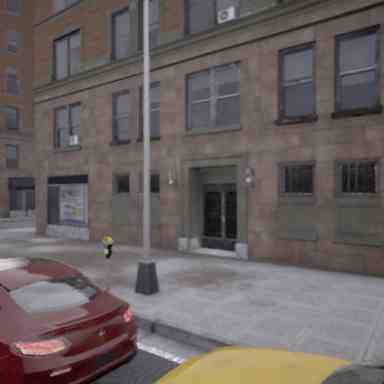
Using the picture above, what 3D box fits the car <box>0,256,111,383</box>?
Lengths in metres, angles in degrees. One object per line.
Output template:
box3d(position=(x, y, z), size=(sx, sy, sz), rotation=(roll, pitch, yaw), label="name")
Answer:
box3d(position=(-2.599, 1.591, 4.663), size=(4.206, 1.307, 1.802), rotation=(0, 0, 36), label="car")

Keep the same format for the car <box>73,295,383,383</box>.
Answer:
box3d(position=(1.669, 1.524, 1.618), size=(4.829, 1.417, 1.752), rotation=(0, 0, 36), label="car")
